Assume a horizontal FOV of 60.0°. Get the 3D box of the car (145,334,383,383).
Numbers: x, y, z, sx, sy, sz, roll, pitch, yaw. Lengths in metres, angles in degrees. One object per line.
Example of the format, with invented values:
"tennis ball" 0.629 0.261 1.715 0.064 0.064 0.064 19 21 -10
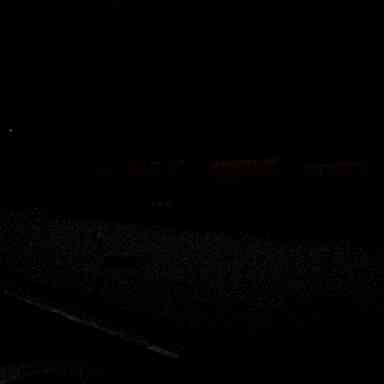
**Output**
"car" 1.635 1.549 1.662 4.507 1.381 1.887 1 -1 36
